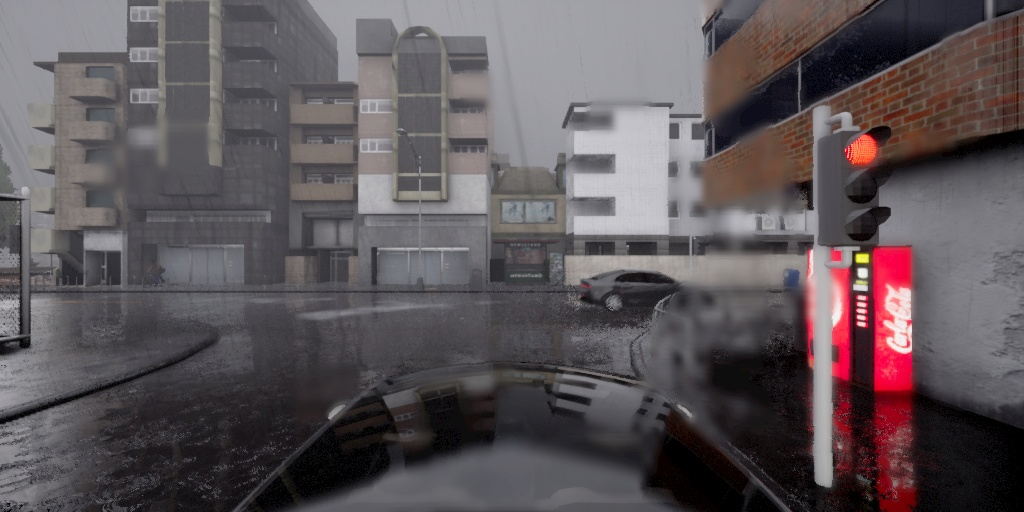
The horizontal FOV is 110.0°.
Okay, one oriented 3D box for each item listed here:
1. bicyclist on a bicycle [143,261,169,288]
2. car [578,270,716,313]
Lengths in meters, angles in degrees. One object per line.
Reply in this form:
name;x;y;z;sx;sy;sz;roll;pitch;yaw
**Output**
bicyclist on a bicycle;-21.609;1.099;21.745;0.582;1.620;1.656;0;0;0
car;4.937;1.255;13.362;4.892;1.490;1.837;0;0;0
